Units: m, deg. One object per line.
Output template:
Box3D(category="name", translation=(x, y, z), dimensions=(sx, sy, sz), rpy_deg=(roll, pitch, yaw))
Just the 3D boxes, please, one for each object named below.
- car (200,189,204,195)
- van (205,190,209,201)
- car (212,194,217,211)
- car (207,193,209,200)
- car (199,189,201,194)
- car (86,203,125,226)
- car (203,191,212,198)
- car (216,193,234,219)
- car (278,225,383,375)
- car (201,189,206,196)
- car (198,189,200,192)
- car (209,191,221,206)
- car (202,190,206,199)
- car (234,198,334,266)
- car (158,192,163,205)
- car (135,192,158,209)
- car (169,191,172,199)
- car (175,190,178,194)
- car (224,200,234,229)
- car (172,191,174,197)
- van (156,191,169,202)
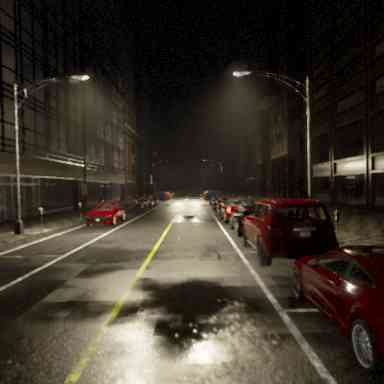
Box3D(category="car", translation=(3.221, 0.523, 66.730), dimensions=(1.967, 1.590, 4.097), rpy_deg=(-1, 1, 0))
Box3D(category="van", translation=(3.074, 0.709, 44.323), dimensions=(1.690, 1.788, 3.998), rpy_deg=(-1, 1, 0))
Box3D(category="car", translation=(2.972, 1.148, 27.523), dimensions=(1.947, 1.339, 4.313), rpy_deg=(-1, 1, 0))
Box3D(category="car", translation=(3.044, 1.021, 38.725), dimensions=(1.802, 1.307, 4.206), rpy_deg=(-1, 1, 0))
Box3D(category="car", translation=(3.296, 0.522, 77.934), dimensions=(1.802, 1.307, 4.206), rpy_deg=(-1, 1, 0))
Box3D(category="car", translation=(-5.588, 1.386, 21.967), dimensions=(1.887, 1.381, 4.507), rpy_deg=(-1, 1, 0))
Box3D(category="car", translation=(3.260, 0.534, 72.502), dimensions=(1.752, 1.417, 4.829), rpy_deg=(-1, 1, 0))
Box3D(category="car", translation=(2.932, 1.094, 21.920), dimensions=(1.967, 1.590, 4.097), rpy_deg=(-1, 1, 0))
Box3D(category="car", translation=(2.828, 1.452, 5.119), dimensions=(1.802, 1.307, 4.206), rpy_deg=(-1, 1, 0))
Box3D(category="car", translation=(3.187, 0.698, 61.130), dimensions=(1.887, 1.381, 4.507), rpy_deg=(-1, 1, 0))
Box3D(category="car", translation=(3.368, 0.342, 89.136), dimensions=(1.887, 1.381, 4.507), rpy_deg=(-1, 1, 0))
Box3D(category="car", translation=(3.004, 0.951, 33.122), dimensions=(1.967, 1.590, 4.097), rpy_deg=(-1, 1, 0))
Box3D(category="car", translation=(3.151, 0.770, 55.528), dimensions=(1.887, 1.381, 4.507), rpy_deg=(-1, 1, 0))
Box3D(category="car", translation=(2.857, 1.113, 10.716), dimensions=(2.192, 1.841, 5.009), rpy_deg=(-1, 1, 0))
Box3D(category="car", translation=(-5.444, 1.100, 44.373), dimensions=(1.887, 1.381, 4.507), rpy_deg=(-1, 1, 0))
Box3D(category="car", translation=(-5.483, 1.067, 38.770), dimensions=(1.967, 1.590, 4.097), rpy_deg=(-1, 1, 0))
Box3D(category="car", translation=(-5.336, 0.886, 61.178), dimensions=(1.887, 1.381, 4.507), rpy_deg=(-1, 1, 0))
Box3D(category="car", translation=(-5.194, 0.496, 83.584), dimensions=(1.967, 1.590, 4.097), rpy_deg=(-1, 1, 0))
Box3D(category="car", translation=(2.900, 1.291, 16.320), dimensions=(1.947, 1.339, 4.313), rpy_deg=(-1, 1, 0))
Box3D(category="car", translation=(-5.300, 0.815, 66.779), dimensions=(1.887, 1.381, 4.507), rpy_deg=(-1, 1, 0))
Box3D(category="van", translation=(-5.377, 0.754, 55.574), dimensions=(1.690, 1.788, 3.998), rpy_deg=(-1, 1, 0))
